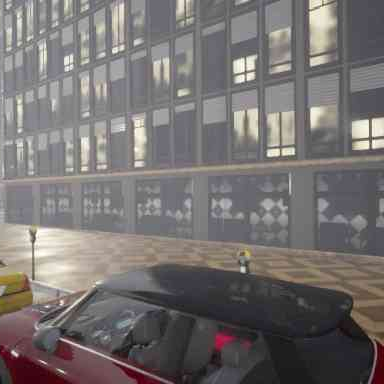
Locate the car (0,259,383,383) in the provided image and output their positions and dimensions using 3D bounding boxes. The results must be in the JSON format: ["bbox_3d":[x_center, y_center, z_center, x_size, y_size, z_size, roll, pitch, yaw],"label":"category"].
[{"bbox_3d":[-0.350,1.441,3.143,4.097,1.590,1.967,0,-1,35],"label":"car"}]
